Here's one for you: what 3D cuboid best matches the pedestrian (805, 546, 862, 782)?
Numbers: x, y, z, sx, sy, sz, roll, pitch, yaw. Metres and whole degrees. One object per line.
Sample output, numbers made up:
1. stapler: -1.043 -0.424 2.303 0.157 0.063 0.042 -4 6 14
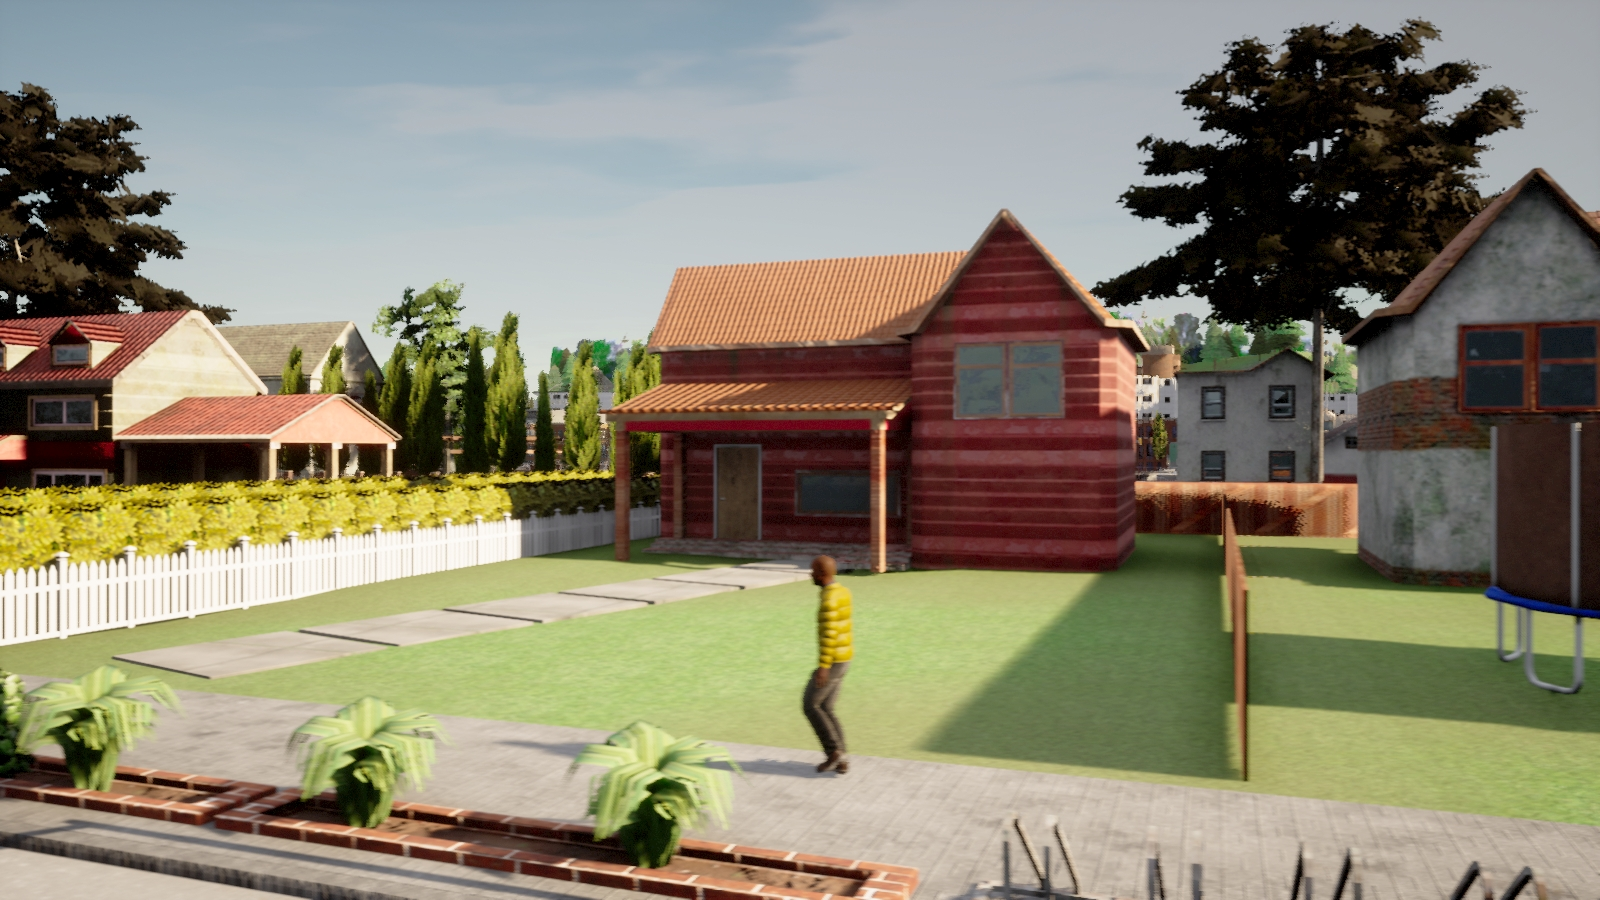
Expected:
1. pedestrian: 0.283 1.742 9.442 0.375 1.860 0.375 0 0 19
